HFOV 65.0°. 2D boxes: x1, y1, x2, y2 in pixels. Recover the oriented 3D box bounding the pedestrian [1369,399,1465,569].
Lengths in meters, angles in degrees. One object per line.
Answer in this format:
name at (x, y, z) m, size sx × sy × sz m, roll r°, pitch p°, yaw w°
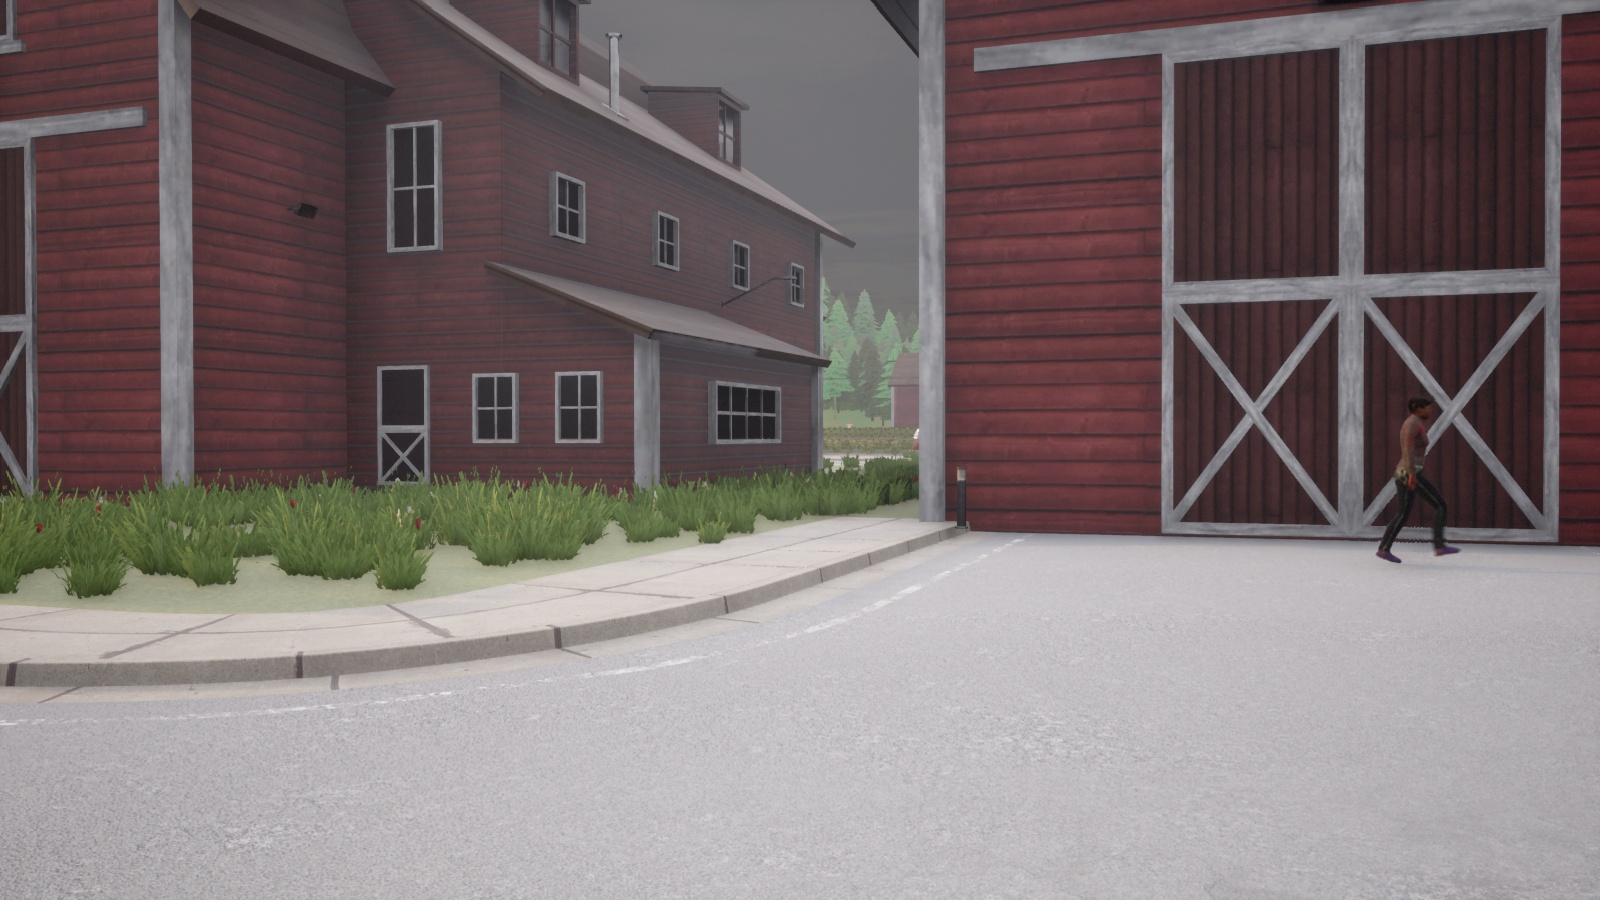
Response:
pedestrian at (6.675, 0.351, 13.603) m, size 0.869 × 1.805 × 0.328 m, roll 1°, pitch 1°, yaw 16°
